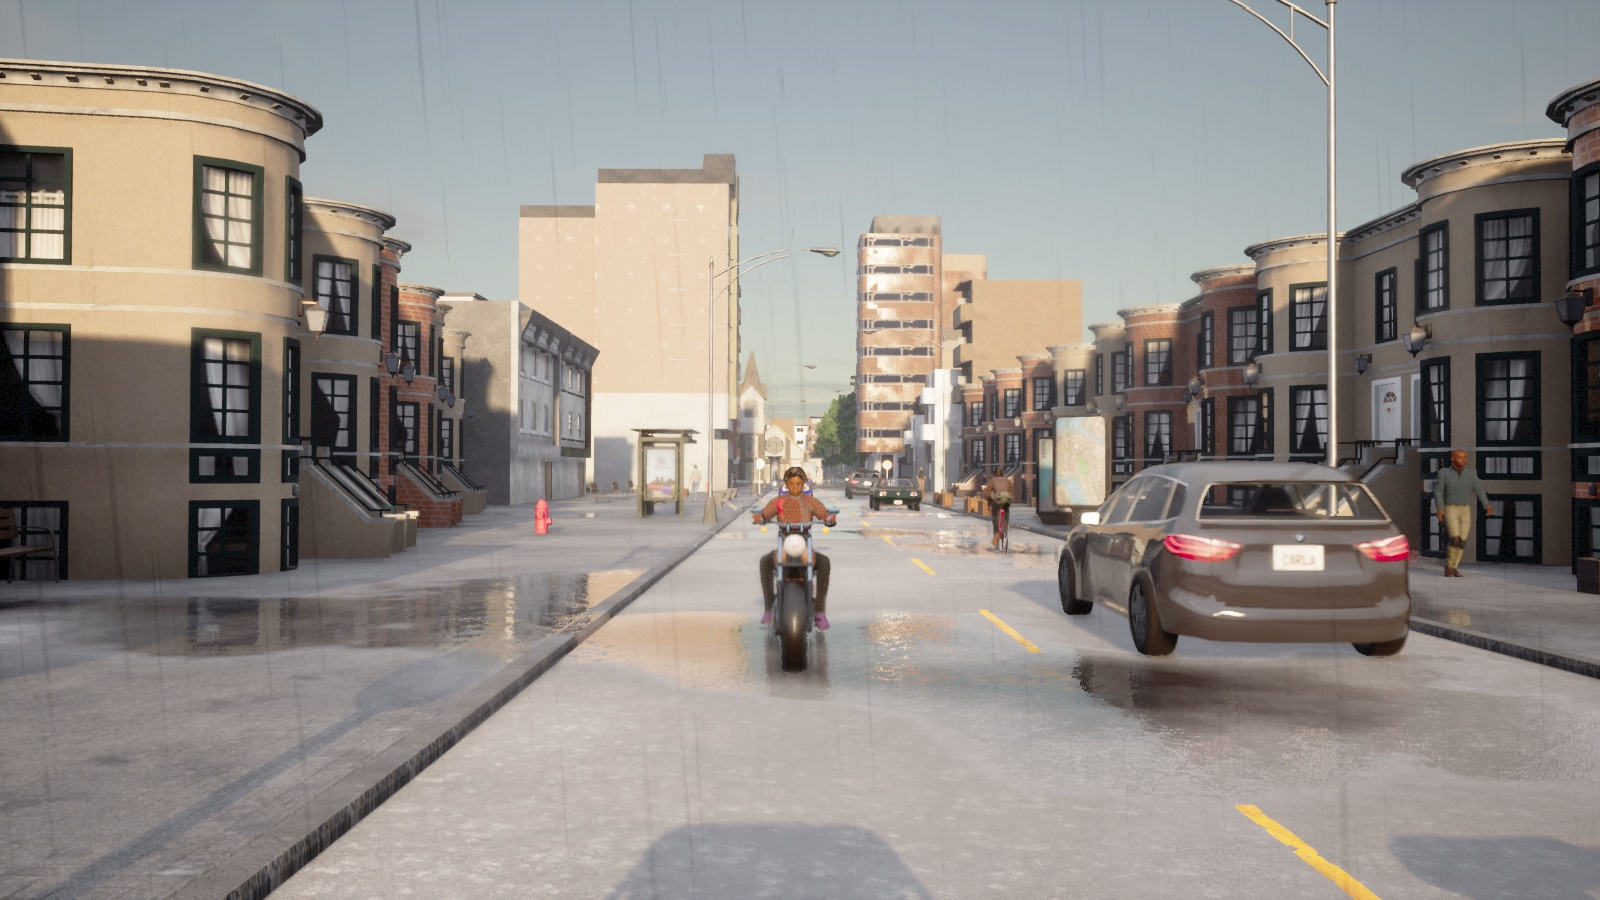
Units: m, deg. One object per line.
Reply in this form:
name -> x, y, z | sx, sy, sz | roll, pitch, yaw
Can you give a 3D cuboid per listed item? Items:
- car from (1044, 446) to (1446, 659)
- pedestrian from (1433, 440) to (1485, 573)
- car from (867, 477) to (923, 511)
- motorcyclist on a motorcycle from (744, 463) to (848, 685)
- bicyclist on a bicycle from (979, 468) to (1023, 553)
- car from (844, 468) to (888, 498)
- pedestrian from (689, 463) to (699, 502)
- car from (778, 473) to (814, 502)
car -> 3.959, 0.848, 12.210 | 2.242, 1.667, 4.611 | 0, -1, 0
pedestrian -> 9.233, 0.782, 17.607 | 0.370, 1.835, 0.726 | 0, -1, 5
car -> 3.835, 1.758, 51.232 | 1.895, 1.301, 4.718 | 0, -1, 0
motorcyclist on a motorcycle -> -0.036, 0.942, 10.541 | 0.766, 1.649, 2.350 | 0, -1, 0
bicyclist on a bicycle -> 3.920, 1.164, 24.620 | 0.582, 1.620, 1.656 | 0, -1, 0
car -> 3.756, 1.846, 71.757 | 2.242, 1.667, 4.611 | 0, -1, 0
pedestrian -> -5.058, 1.549, 59.945 | 0.354, 1.836, 0.706 | 0, -1, -16
car -> -0.210, 1.914, 64.786 | 1.816, 1.474, 4.193 | 0, -1, 0
